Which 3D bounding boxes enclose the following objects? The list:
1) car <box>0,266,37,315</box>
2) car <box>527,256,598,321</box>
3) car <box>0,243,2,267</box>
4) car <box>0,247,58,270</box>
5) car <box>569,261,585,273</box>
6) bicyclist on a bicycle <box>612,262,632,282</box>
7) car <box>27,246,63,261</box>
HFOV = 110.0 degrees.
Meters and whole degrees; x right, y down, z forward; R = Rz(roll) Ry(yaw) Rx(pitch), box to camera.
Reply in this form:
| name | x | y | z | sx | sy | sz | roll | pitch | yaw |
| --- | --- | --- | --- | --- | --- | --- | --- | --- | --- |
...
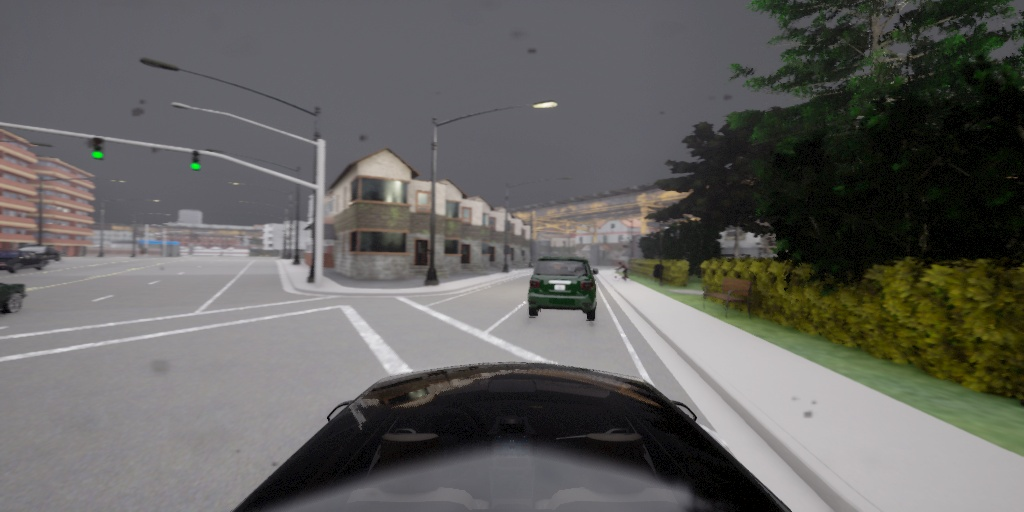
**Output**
| name | x | y | z | sx | sy | sz | roll | pitch | yaw |
| --- | --- | --- | --- | --- | --- | --- | --- | --- | --- |
| car | -14.359 | 1.064 | 8.680 | 1.895 | 1.301 | 4.718 | 1 | 0 | -34 |
| car | 1.944 | 1.036 | 13.190 | 2.150 | 2.045 | 5.566 | 1 | 0 | 12 |
| car | -37.400 | -0.037 | 24.082 | 2.097 | 1.767 | 4.553 | 1 | 2 | -34 |
| car | -32.824 | 0.328 | 23.481 | 2.033 | 1.411 | 5.357 | 1 | 1 | -33 |
| car | 9.126 | 1.524 | 50.238 | 2.128 | 1.511 | 4.902 | 1 | 0 | 11 |
| bicyclist on a bicycle | 8.956 | 1.283 | 29.188 | 1.656 | 1.620 | 0.582 | 1 | 0 | 11 |
| car | -42.985 | -0.181 | 32.450 | 1.812 | 1.442 | 4.674 | 1 | 1 | -34 |
